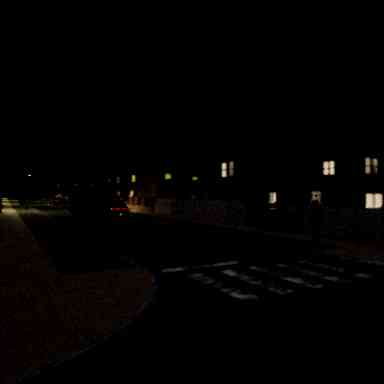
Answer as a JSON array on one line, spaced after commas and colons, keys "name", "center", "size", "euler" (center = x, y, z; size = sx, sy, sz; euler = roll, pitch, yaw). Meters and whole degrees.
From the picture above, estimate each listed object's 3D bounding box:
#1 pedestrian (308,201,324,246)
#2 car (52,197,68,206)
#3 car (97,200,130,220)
[{"name": "pedestrian", "center": [4.960, 1.235, 13.307], "size": [0.375, 1.860, 0.375], "euler": [3, -2, -30]}, {"name": "car", "center": [-21.131, 1.453, 53.441], "size": [1.994, 1.385, 4.181], "euler": [1, 0, -30]}, {"name": "car", "center": [-6.772, 1.481, 28.245], "size": [1.837, 1.490, 4.892], "euler": [1, 0, -30]}]
